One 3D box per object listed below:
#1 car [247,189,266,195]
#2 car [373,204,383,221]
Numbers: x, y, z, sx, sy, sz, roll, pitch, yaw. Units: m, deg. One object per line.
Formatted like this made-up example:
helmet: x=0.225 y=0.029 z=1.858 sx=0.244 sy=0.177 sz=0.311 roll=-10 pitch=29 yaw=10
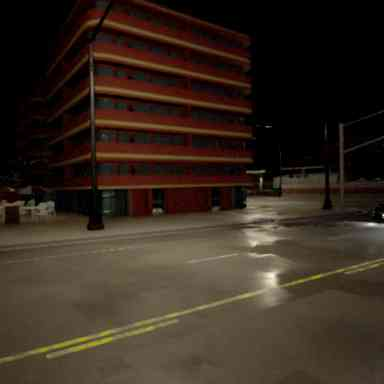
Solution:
car: x=16.805 y=-0.010 z=84.414 sx=3.806 sy=1.475 sz=1.970 roll=-2 pitch=1 yaw=-35
car: x=14.036 y=1.173 z=22.337 sx=4.892 sy=1.490 sz=1.837 roll=-1 pitch=1 yaw=-35
